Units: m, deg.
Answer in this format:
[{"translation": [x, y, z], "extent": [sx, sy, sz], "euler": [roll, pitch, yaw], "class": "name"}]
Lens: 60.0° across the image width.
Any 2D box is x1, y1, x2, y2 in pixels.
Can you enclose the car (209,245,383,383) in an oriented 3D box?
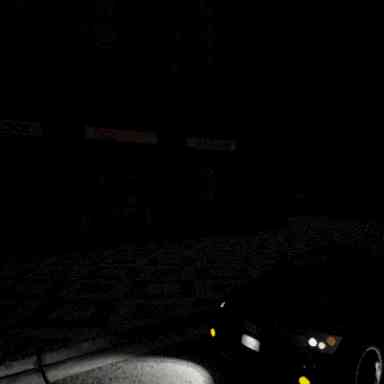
[{"translation": [2.301, 1.562, 5.017], "extent": [4.181, 1.385, 1.994], "euler": [0, 0, -35], "class": "car"}]
